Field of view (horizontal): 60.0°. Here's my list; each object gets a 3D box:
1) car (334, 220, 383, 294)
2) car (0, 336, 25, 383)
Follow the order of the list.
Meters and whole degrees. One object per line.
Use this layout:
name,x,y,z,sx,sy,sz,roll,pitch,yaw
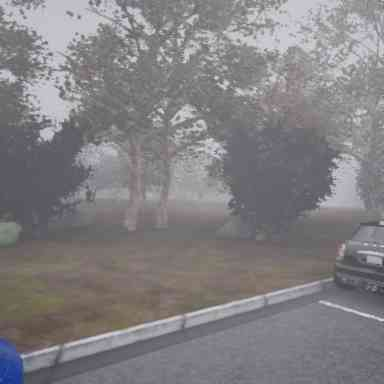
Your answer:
car,5.515,1.434,7.979,4.553,1.767,2.185,1,-1,-33
car,-3.541,1.462,1.535,5.008,1.535,2.097,1,-1,-33
